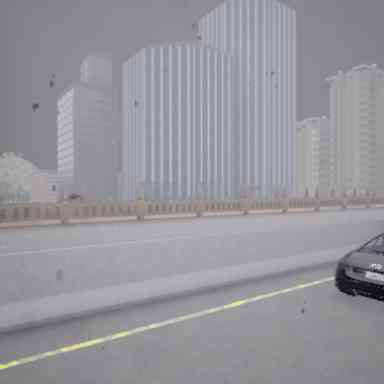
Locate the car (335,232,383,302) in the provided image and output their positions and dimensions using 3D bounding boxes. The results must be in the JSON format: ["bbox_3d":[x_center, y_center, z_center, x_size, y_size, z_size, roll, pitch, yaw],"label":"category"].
[{"bbox_3d":[5.079,1.549,7.412,4.181,1.385,1.994,0,0,-35],"label":"car"}]
